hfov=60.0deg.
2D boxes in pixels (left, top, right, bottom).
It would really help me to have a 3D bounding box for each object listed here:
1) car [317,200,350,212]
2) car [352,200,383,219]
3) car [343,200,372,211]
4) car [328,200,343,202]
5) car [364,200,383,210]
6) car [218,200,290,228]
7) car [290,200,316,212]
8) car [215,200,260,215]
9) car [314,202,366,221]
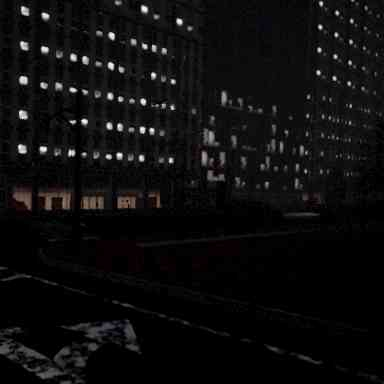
[{"bbox_3d":[18.762,1.787,43.955,4.313,1.339,1.947,1,2,-34],"label":"car"},{"bbox_3d":[18.527,1.745,34.246,5.009,1.841,2.192,1,2,-34],"label":"car"},{"bbox_3d":[23.443,1.867,47.152,4.206,1.307,1.802,1,2,-34],"label":"car"},{"bbox_3d":[16.921,1.864,39.695,4.718,1.301,1.895,1,2,-34],"label":"car"},{"bbox_3d":[28.125,1.915,50.348,4.313,1.339,1.947,1,2,-34],"label":"car"},{"bbox_3d":[4.483,1.555,24.656,5.009,1.841,2.192,1,2,-34],"label":"car"},{"bbox_3d":[13.941,1.681,40.661,4.829,1.417,1.752,1,2,-34],"label":"car"},{"bbox_3d":[4.718,1.582,34.364,4.403,1.369,2.008,1,2,-34],"label":"car"},{"bbox_3d":[13.839,1.911,31.055,4.507,1.381,1.887,1,2,-34],"label":"car"}]
